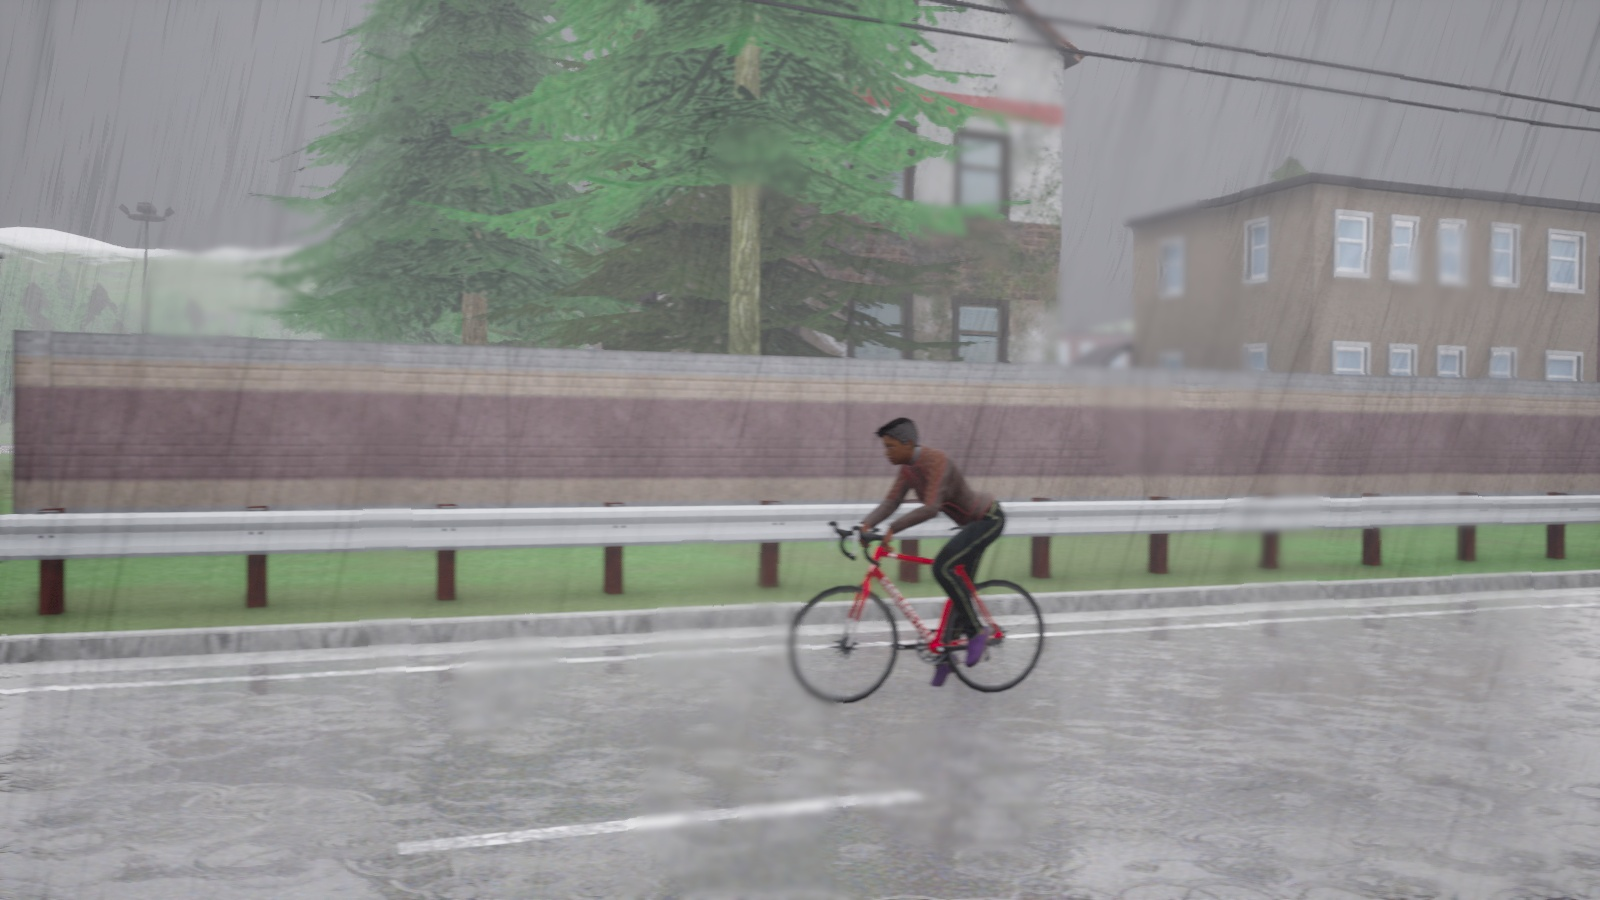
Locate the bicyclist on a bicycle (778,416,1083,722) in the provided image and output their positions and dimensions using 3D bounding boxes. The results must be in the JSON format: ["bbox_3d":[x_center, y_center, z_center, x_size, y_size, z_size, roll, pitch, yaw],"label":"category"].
[{"bbox_3d":[0.760,0.624,7.271,1.656,1.620,0.582,-1,1,-21],"label":"bicyclist on a bicycle"}]
